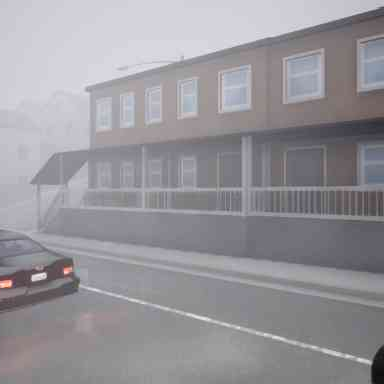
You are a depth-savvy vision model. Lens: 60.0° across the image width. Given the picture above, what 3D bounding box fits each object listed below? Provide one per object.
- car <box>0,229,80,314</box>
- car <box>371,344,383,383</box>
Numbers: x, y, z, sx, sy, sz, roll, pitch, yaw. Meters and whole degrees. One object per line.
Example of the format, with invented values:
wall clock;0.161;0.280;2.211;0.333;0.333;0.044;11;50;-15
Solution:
car;-4.737;1.547;7.343;5.357;1.411;2.033;0;0;36
car;3.574;1.474;1.435;5.008;1.535;1.882;0;0;35
